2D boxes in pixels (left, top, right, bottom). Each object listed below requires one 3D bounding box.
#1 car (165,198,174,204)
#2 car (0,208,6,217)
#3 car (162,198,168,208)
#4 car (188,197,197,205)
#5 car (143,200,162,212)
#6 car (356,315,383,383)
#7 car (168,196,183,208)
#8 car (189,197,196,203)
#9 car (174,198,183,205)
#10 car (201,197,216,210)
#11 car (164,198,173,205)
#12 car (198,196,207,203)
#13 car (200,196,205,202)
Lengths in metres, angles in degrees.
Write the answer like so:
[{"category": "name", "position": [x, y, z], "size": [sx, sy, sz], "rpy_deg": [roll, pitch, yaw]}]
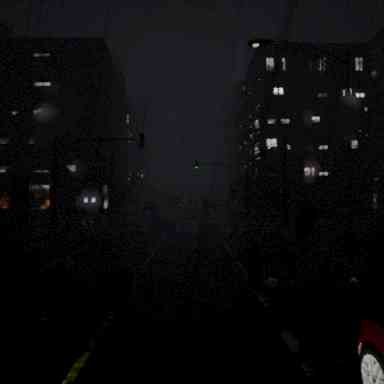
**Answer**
[{"category": "car", "position": [-5.578, 2.241, 84.186], "size": [2.008, 1.369, 4.403], "rpy_deg": [1, 0, 0]}, {"category": "car", "position": [-17.219, 1.473, 26.415], "size": [4.507, 1.381, 1.887], "rpy_deg": [1, -2, 0]}, {"category": "car", "position": [-5.612, 2.005, 56.569], "size": [1.887, 1.381, 4.507], "rpy_deg": [1, 0, 0]}, {"category": "car", "position": [0.097, 1.986, 77.256], "size": [2.097, 1.767, 4.553], "rpy_deg": [0, 0, 0]}, {"category": "car", "position": [-5.626, 1.894, 45.353], "size": [1.752, 1.417, 4.829], "rpy_deg": [1, 0, 0]}, {"category": "car", "position": [2.700, 1.562, 1.986], "size": [1.887, 1.381, 4.507], "rpy_deg": [1, 0, 0]}, {"category": "car", "position": [-2.968, 1.698, 58.741], "size": [2.150, 2.045, 5.566], "rpy_deg": [0, 0, 1]}, {"category": "car", "position": [0.110, 2.147, 87.292], "size": [1.837, 1.490, 4.892], "rpy_deg": [0, 0, 0]}, {"category": "car", "position": [-2.906, 2.109, 74.544], "size": [1.837, 1.490, 4.892], "rpy_deg": [0, 0, 0]}, {"category": "car", "position": [2.762, 1.960, 51.021], "size": [1.887, 1.381, 4.507], "rpy_deg": [1, 0, 0]}, {"category": "car", "position": [-5.585, 2.168, 78.493], "size": [1.752, 1.417, 4.829], "rpy_deg": [1, 0, 0]}, {"category": "car", "position": [2.813, 2.051, 89.687], "size": [2.192, 1.841, 5.009], "rpy_deg": [1, 0, 0]}, {"category": "car", "position": [2.770, 1.901, 56.546], "size": [1.967, 1.590, 4.097], "rpy_deg": [1, 0, 0]}]
